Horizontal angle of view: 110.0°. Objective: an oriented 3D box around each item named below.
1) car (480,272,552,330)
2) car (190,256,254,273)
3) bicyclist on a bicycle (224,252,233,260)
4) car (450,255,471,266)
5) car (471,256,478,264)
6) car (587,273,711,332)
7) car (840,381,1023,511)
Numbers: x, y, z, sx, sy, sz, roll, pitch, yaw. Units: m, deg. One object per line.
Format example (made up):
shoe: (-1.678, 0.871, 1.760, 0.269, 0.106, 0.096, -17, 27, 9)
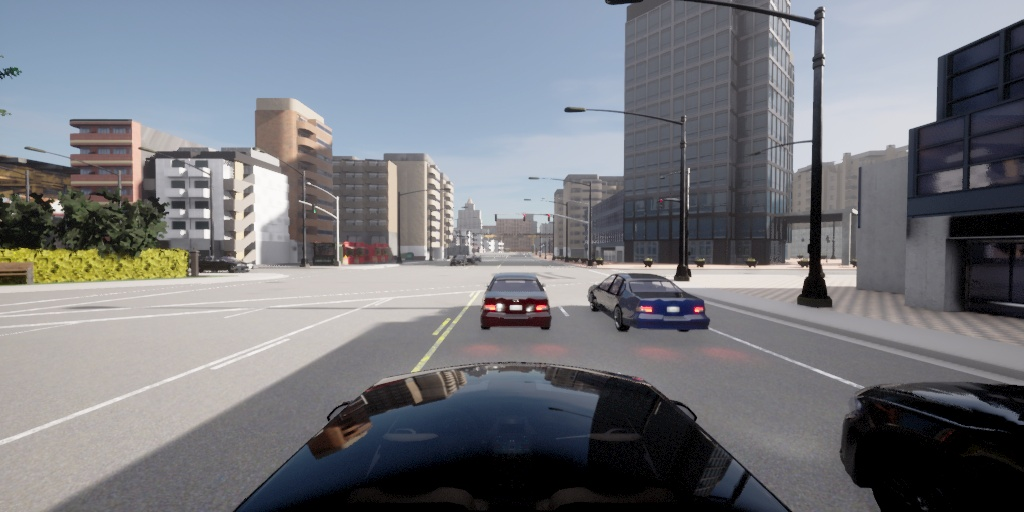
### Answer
car: (0.091, 1.195, 10.728, 2.033, 1.411, 5.357, 0, 1, 0)
car: (-25.446, 0.736, 31.538, 4.902, 1.511, 2.128, 0, 1, 0)
bicyclist on a bicycle: (-30.801, 0.393, 39.049, 0.582, 1.620, 1.656, 0, 1, 0)
car: (-7.101, 0.587, 48.060, 1.837, 1.490, 4.892, 0, 0, 0)
car: (-7.098, 0.611, 58.145, 1.895, 1.301, 4.718, 0, 0, 0)
car: (3.608, 1.208, 10.544, 2.033, 1.411, 5.357, 0, 1, 0)
car: (3.605, 1.253, 0.908, 2.128, 1.511, 4.902, 0, 0, 0)
